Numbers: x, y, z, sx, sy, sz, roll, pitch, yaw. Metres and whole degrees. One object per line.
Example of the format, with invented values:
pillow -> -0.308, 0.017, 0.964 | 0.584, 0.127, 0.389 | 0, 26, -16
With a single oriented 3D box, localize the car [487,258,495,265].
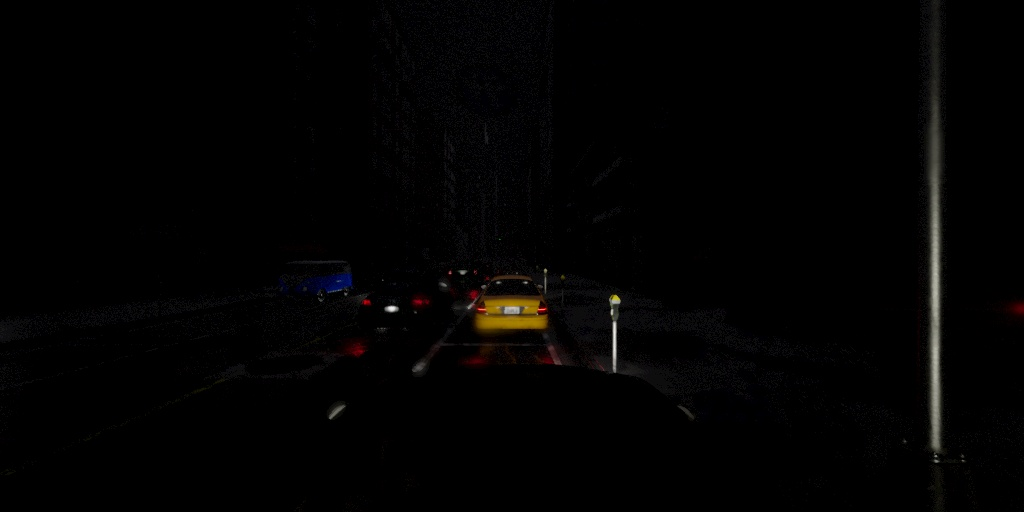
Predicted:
car -> -3.046, 1.249, 39.567 | 2.128, 1.511, 4.902 | 0, 0, 0

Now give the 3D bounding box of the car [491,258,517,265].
car -> -0.288, 1.193, 27.330 | 1.967, 1.591, 4.097 | 0, 0, 0

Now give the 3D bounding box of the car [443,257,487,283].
car -> -3.144, 1.105, 24.928 | 2.097, 1.767, 4.553 | 0, 0, 0

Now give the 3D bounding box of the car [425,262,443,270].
car -> -8.813, 1.322, 38.333 | 1.948, 1.339, 4.313 | 0, 0, 0

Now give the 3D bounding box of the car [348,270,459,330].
car -> -3.046, 1.314, 11.077 | 1.994, 1.385, 4.181 | 0, 0, 0

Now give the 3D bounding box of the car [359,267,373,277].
car -> -8.813, 1.317, 21.829 | 1.948, 1.339, 4.313 | 0, 0, 0

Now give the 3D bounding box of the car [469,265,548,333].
car -> 0.005, 1.207, 10.690 | 1.801, 1.575, 5.366 | 0, 0, 0

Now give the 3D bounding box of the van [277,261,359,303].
van -> -8.813, 1.091, 16.328 | 1.690, 1.789, 3.998 | 0, 0, 0

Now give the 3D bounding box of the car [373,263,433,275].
car -> -6.245, 1.315, 21.070 | 1.994, 1.385, 4.181 | 0, 0, 0
